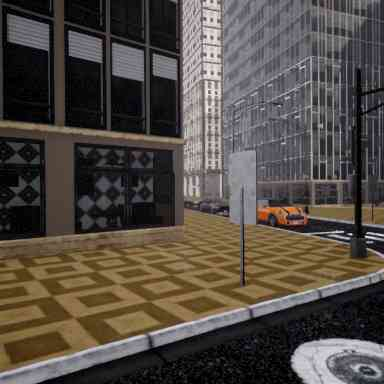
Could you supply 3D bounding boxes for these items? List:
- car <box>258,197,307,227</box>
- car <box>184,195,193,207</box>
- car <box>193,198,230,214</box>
[{"bbox_3d":[5.325,1.175,21.451,2.097,1.767,4.553,-1,1,-19],"label":"car"},{"bbox_3d":[-1.301,1.083,41.185,2.033,1.411,5.357,-1,1,-18],"label":"car"},{"bbox_3d":[2.085,1.230,31.109,2.033,1.411,5.357,0,1,-18],"label":"car"}]
